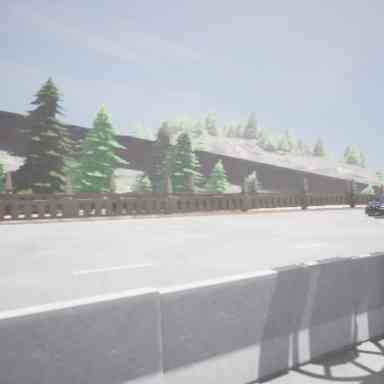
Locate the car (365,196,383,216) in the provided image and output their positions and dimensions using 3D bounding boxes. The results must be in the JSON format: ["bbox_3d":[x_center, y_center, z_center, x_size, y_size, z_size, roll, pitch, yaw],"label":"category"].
[{"bbox_3d":[14.699,0.905,24.067,4.553,1.767,2.097,0,2,-29],"label":"car"}]
